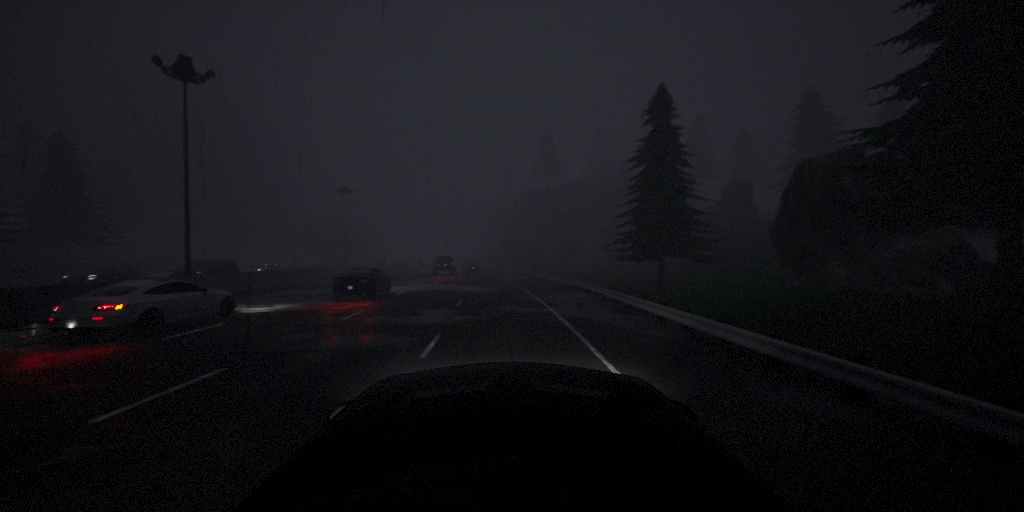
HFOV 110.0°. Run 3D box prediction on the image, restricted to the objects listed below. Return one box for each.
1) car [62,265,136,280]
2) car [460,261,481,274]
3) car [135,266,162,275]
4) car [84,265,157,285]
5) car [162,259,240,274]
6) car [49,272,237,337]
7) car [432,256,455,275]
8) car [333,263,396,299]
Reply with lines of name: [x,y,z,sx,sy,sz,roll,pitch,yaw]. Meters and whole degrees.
car: [-30.362,1.475,26.686,2.097,1.767,4.553,-1,0,-10]
car: [-4.901,1.308,42.359,1.994,1.385,4.181,-1,0,-15]
car: [-27.209,1.601,28.973,1.812,1.442,4.674,-1,0,-11]
car: [-35.100,1.655,32.398,1.882,1.535,5.008,-1,0,-13]
car: [-23.410,1.250,27.655,2.150,2.045,5.566,-1,0,-10]
car: [-10.652,1.406,10.852,1.812,1.442,4.674,-1,0,-4]
car: [-7.655,1.007,40.141,2.150,2.045,5.566,0,0,-15]
car: [-7.703,1.303,18.849,1.882,1.535,5.008,0,0,-7]
